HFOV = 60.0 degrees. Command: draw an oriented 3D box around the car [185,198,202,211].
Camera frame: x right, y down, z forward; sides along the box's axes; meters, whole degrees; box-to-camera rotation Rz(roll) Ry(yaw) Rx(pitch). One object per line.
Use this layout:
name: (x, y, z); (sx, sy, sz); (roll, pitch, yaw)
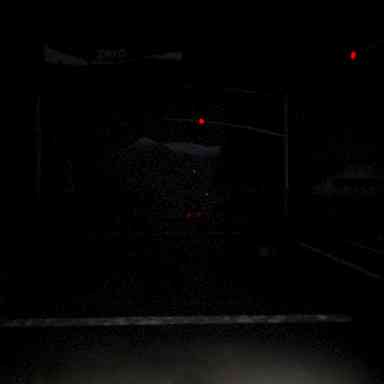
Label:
car: (0.198, 1.495, 41.424); (2.128, 1.511, 4.902); (0, 0, 1)
